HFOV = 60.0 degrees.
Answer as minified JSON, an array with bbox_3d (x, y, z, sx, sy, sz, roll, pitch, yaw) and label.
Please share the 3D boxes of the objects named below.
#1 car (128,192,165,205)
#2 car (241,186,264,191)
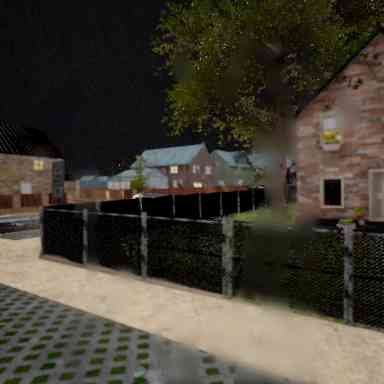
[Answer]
[{"bbox_3d":[-3.760,0.733,27.226,2.033,1.411,5.357,0,2,36],"label":"car"},{"bbox_3d":[7.959,-0.036,43.323,1.882,1.535,5.008,0,1,36],"label":"car"}]
